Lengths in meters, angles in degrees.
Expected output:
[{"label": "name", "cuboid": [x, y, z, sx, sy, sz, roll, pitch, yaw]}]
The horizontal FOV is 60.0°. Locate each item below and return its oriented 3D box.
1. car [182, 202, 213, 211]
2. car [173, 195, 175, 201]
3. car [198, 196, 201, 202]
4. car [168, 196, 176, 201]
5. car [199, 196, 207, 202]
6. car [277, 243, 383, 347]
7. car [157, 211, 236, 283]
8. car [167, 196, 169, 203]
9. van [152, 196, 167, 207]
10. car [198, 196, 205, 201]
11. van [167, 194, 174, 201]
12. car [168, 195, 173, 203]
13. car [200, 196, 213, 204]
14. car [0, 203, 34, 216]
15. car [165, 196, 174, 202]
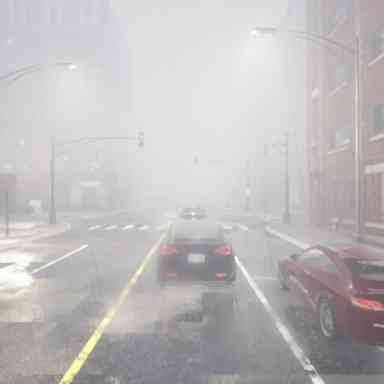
[{"label": "car", "cuboid": [0.097, 1.604, 21.885, 2.033, 1.411, 5.357, 0, 0, 0]}, {"label": "car", "cuboid": [-5.682, 1.734, 77.933, 1.752, 1.417, 4.829, 1, 0, 0]}, {"label": "car", "cuboid": [2.698, 1.753, 78.065, 1.887, 1.381, 4.507, 1, 0, 0]}, {"label": "car", "cuboid": [-5.684, 1.803, 95.060, 1.887, 1.381, 4.507, 1, 0, 0]}, {"label": "car", "cuboid": [2.697, 1.791, 83.716, 1.947, 1.339, 4.313, 1, 0, 0]}, {"label": "car", "cuboid": [2.838, 1.598, 6.202, 1.802, 1.307, 4.206, 1, 0, 0]}, {"label": "car", "cuboid": [0.102, 1.529, 9.790, 2.163, 1.488, 4.792, 0, 0, 0]}, {"label": "car", "cuboid": [-5.682, 1.744, 61.146, 1.802, 1.307, 4.206, 1, 0, 0]}, {"label": "van", "cuboid": [-5.678, 1.488, 55.495, 1.690, 1.788, 3.998, 1, 0, 0]}, {"label": "car", "cuboid": [2.696, 1.840, 95.022, 1.802, 1.307, 4.206, 1, 0, 0]}, {"label": "van", "cuboid": [-5.680, 1.583, 89.408, 1.690, 1.788, 3.998, 1, 0, 0]}, {"label": "car", "cuboid": [-5.683, 1.775, 72.450, 1.802, 1.307, 4.206, 1, 0, 0]}, {"label": "car", "cuboid": [2.699, 1.672, 55.626, 1.752, 1.417, 4.829, 1, 0, 0]}, {"label": "car", "cuboid": [-18.712, 1.810, 34.583, 4.313, 1.339, 1.947, 0, -1, 0]}, {"label": "car", "cuboid": [-5.683, 1.776, 83.755, 2.008, 1.369, 4.403, 1, 0, 0]}]
